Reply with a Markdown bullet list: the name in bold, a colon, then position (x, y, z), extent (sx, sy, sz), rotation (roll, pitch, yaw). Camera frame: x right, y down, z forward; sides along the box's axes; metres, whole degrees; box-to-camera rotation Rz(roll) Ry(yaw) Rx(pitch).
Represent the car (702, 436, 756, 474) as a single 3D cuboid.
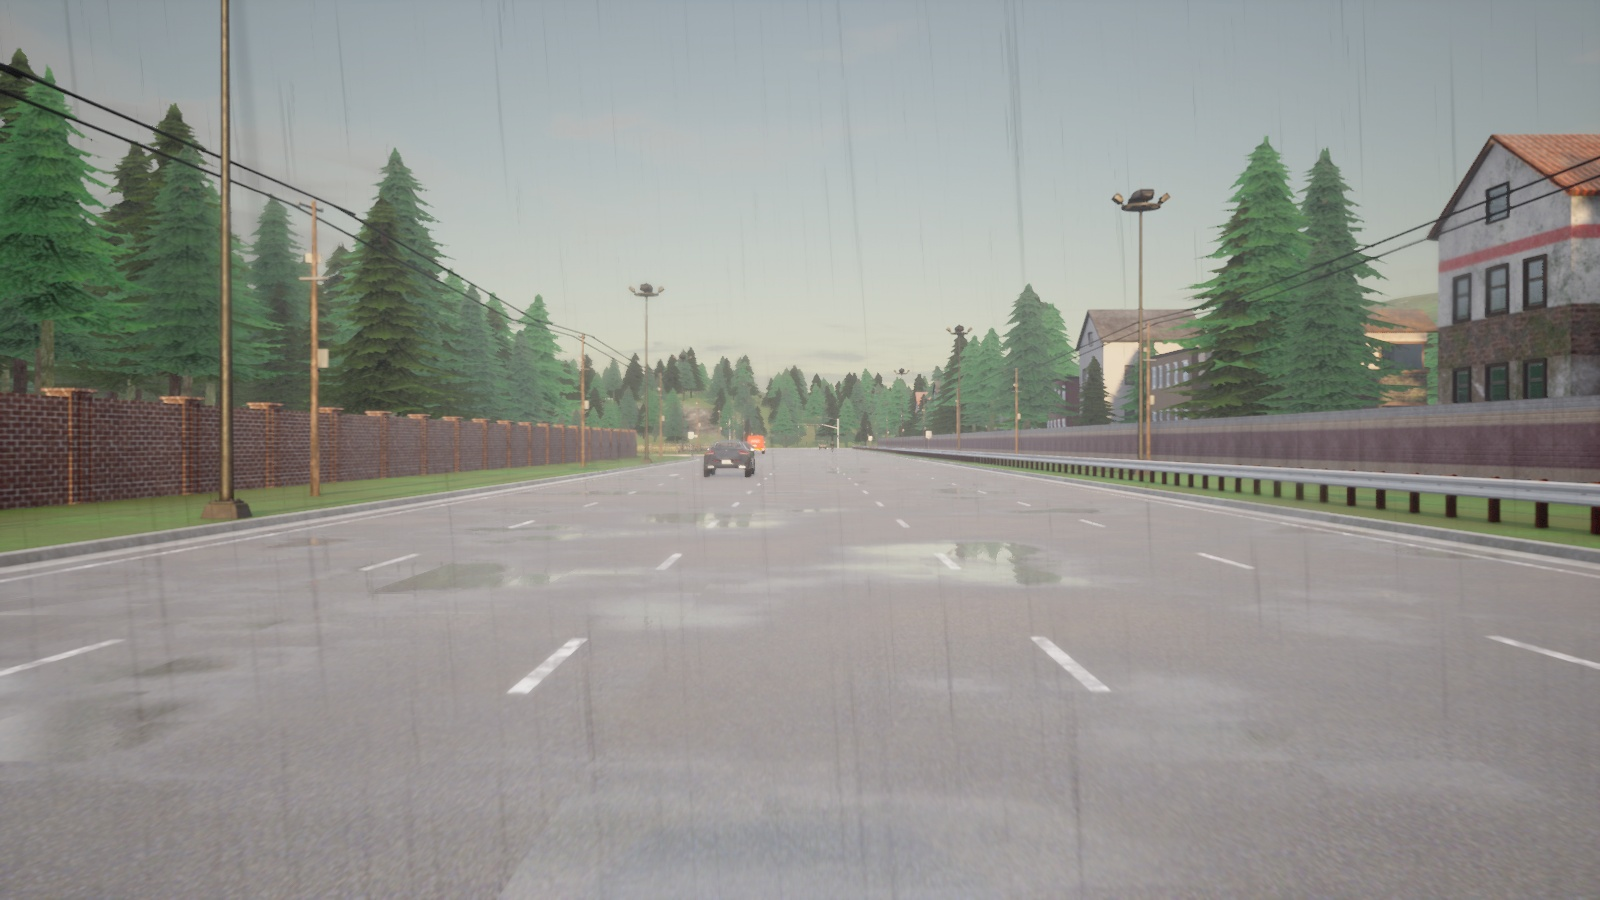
- **car**: position (-3.161, 0.203, 56.732), extent (2.152, 1.651, 5.027), rotation (0, 0, 0)
